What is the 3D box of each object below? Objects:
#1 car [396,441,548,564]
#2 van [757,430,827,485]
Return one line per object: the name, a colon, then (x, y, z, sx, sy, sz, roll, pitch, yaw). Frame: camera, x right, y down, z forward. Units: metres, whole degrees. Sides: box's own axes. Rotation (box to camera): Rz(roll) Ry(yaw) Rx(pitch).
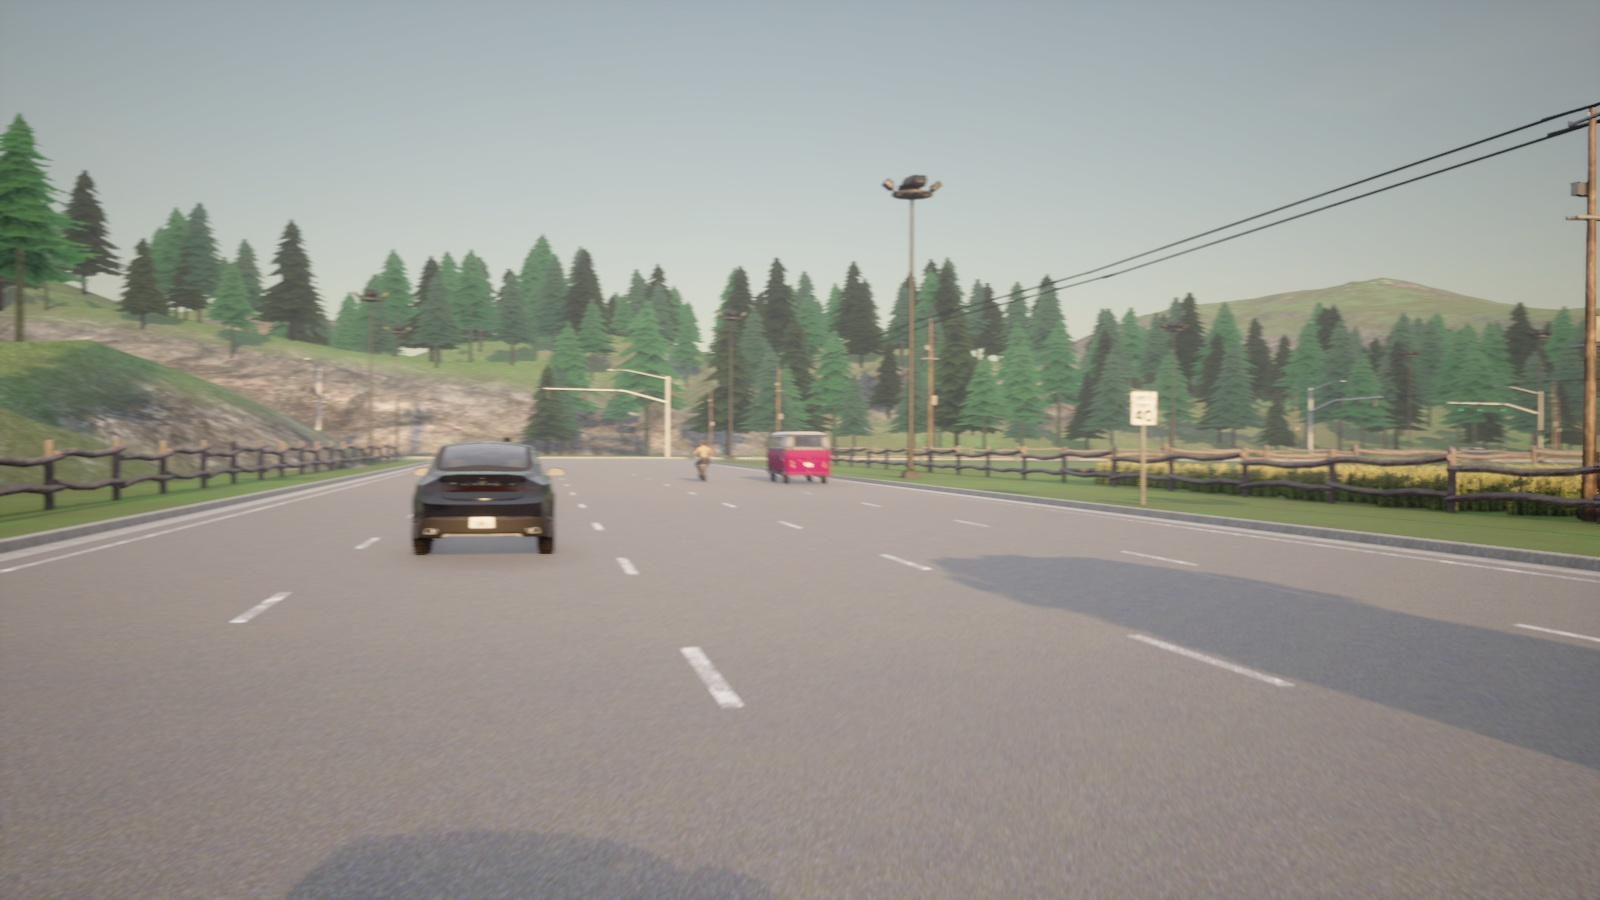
car: (-4.610, 0.635, 18.100, 1.837, 1.490, 4.892, 0, 1, -12)
van: (-0.352, 0.261, 48.099, 1.775, 1.987, 4.442, 0, 0, -12)
